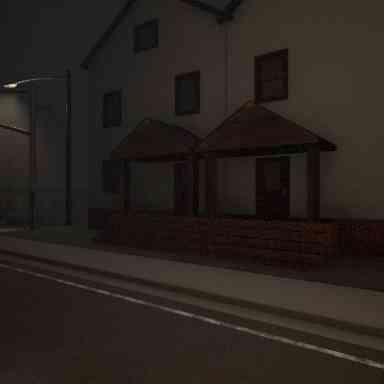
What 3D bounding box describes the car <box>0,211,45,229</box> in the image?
[{"bbox_3d":[-15.586,2.488,29.647,2.128,1.511,4.902,0,-9,36],"label":"car"}]
